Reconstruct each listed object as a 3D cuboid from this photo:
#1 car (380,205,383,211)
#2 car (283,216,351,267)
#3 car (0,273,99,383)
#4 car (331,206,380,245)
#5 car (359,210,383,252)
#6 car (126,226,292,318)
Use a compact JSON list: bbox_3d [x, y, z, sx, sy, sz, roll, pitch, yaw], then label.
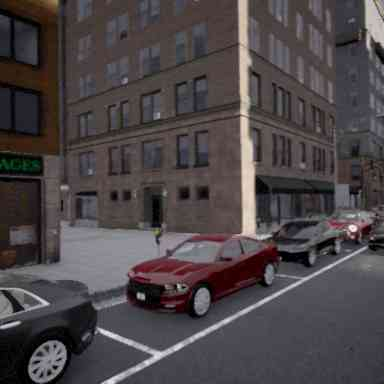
[{"bbox_3d":[15.001,1.713,25.422,1.967,1.590,4.097,-2,-2,40],"label":"car"},{"bbox_3d":[4.116,1.759,12.302,1.947,1.339,4.313,-2,-2,40],"label":"car"},{"bbox_3d":[-3.143,1.691,3.558,2.008,1.369,4.403,-2,-2,40],"label":"car"},{"bbox_3d":[7.742,1.660,16.677,1.967,1.590,4.097,-2,-2,40],"label":"car"},{"bbox_3d":[9.067,1.694,14.289,2.033,1.411,5.357,-2,-2,40],"label":"car"},{"bbox_3d":[0.486,1.712,7.930,1.887,1.381,4.507,-2,-2,40],"label":"car"}]
